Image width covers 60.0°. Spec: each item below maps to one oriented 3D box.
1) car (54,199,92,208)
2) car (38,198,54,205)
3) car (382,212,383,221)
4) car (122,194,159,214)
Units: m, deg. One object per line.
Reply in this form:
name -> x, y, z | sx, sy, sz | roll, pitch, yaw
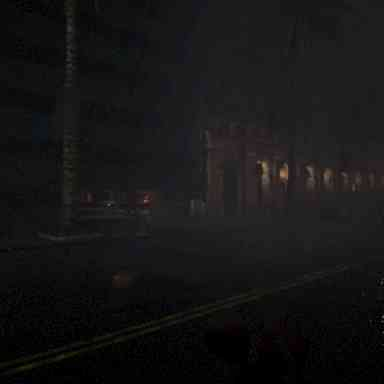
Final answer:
car -> -17.827, 1.755, 50.593 | 4.718, 1.301, 1.895 | 1, -1, -41
car -> -25.151, 1.733, 59.599 | 4.786, 1.482, 2.161 | 1, -1, -41
car -> 18.712, 1.865, 29.818 | 4.674, 1.442, 1.812 | 1, -1, -41
car -> -5.020, 1.290, 37.220 | 5.566, 2.045, 2.435 | 1, -1, -41
